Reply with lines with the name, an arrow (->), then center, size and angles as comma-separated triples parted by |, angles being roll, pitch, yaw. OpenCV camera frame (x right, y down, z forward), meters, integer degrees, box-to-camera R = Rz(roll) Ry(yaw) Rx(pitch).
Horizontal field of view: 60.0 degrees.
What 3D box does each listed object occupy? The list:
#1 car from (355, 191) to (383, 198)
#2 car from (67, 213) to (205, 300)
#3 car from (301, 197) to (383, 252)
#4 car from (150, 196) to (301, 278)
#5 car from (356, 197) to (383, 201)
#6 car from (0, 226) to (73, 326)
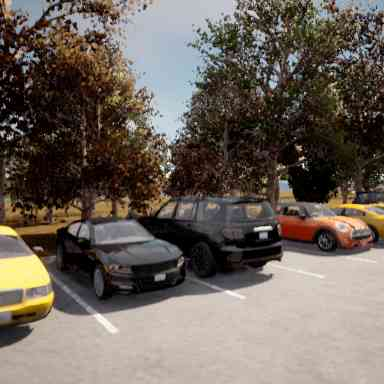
car -> 11.650, 0.969, 18.334 | 2.435, 2.045, 5.566 | -1, 1, -35
car -> -2.083, 1.412, 8.580 | 2.097, 1.535, 5.008 | 0, 0, -36
car -> 4.715, 1.221, 13.461 | 2.185, 1.767, 4.553 | -1, 0, -35
car -> 0.173, 1.147, 10.217 | 2.435, 2.045, 5.566 | 0, 0, -35
car -> 9.262, 1.260, 16.893 | 1.946, 1.575, 5.366 | -1, 1, -35
car -> -4.243, 1.415, 6.805 | 1.946, 1.575, 5.366 | 0, 0, -35
